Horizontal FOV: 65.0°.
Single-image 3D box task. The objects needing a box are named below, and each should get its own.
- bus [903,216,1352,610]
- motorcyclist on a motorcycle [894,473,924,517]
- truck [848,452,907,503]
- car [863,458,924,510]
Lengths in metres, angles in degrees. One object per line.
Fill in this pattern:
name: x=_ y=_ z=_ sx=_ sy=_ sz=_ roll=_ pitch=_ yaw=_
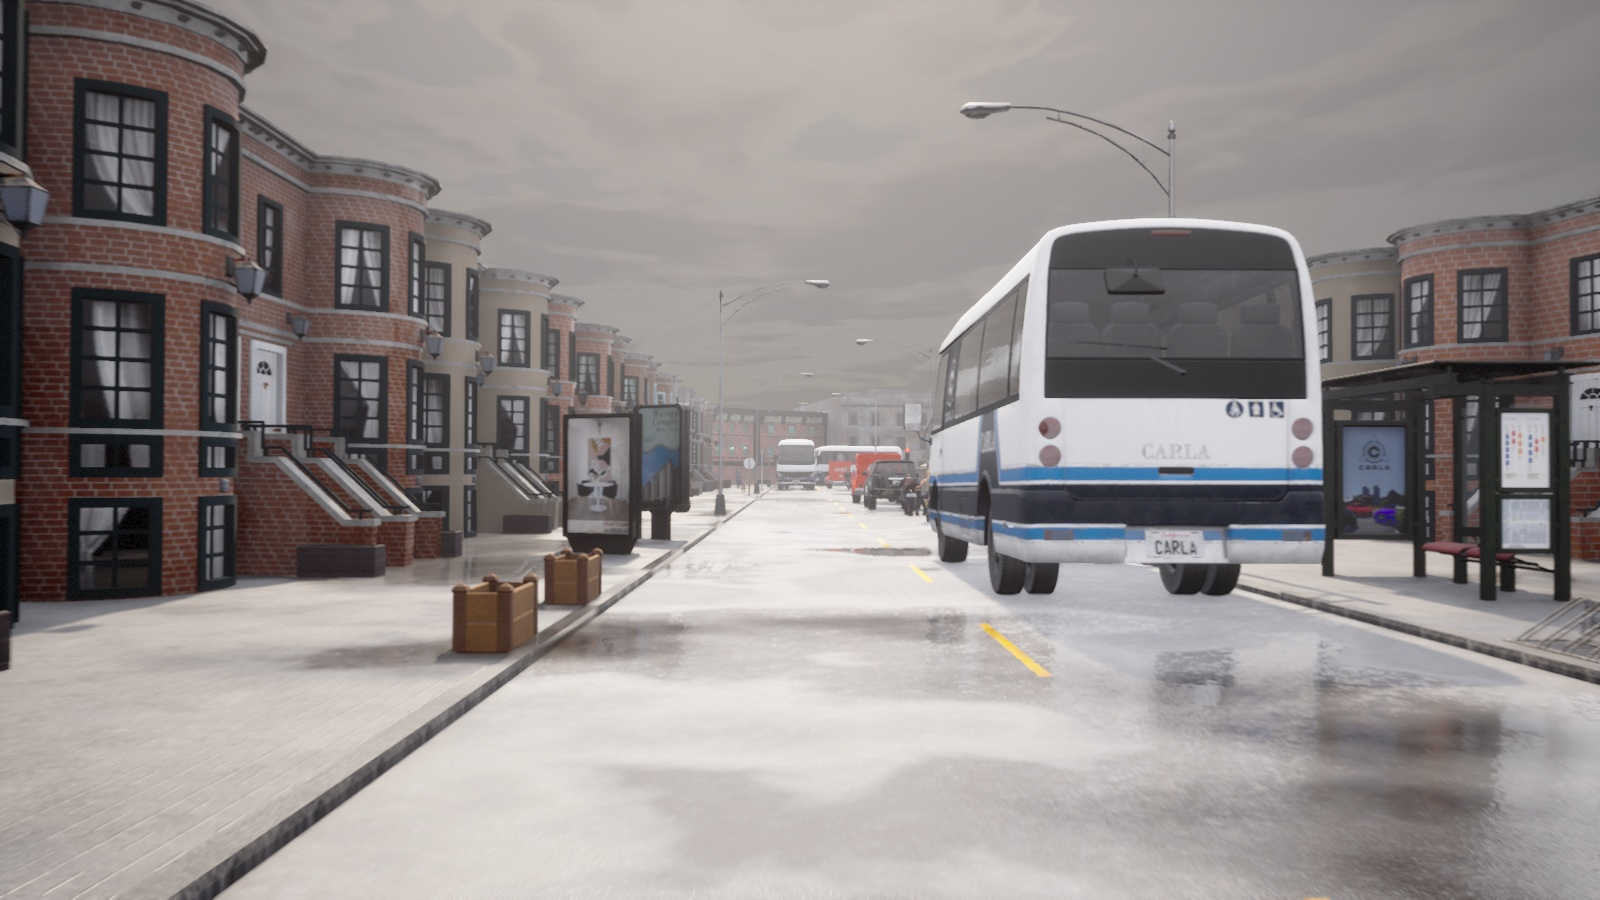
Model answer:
bus: x=3.951 y=-0.265 z=18.704 sx=3.944 sy=4.253 sz=10.273 roll=0 pitch=-2 yaw=0
motorcyclist on a motorcycle: x=3.895 y=1.588 z=45.013 sx=0.866 sy=1.530 sz=2.191 roll=0 pitch=-1 yaw=0
truck: x=3.846 y=1.369 z=63.114 sx=2.627 sy=2.467 sz=5.204 roll=0 pitch=-1 yaw=0
car: x=3.874 y=1.405 z=53.000 sx=2.150 sy=2.045 sz=5.566 roll=0 pitch=-1 yaw=0
